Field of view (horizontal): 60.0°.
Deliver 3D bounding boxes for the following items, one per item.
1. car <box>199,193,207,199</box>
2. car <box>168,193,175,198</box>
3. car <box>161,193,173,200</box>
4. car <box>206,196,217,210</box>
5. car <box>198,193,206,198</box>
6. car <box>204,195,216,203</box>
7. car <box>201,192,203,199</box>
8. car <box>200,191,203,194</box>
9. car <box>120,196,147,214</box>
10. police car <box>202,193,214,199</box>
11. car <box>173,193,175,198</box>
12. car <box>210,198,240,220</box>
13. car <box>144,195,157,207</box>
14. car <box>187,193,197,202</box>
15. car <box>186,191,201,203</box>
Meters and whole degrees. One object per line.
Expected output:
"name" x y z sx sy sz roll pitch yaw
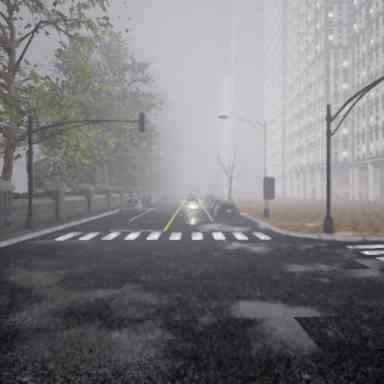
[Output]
"car" 2.665 1.031 82.421 1.802 1.307 4.206 0 0 0
"car" -5.719 0.930 93.682 1.887 1.381 4.507 0 0 0
"car" -5.712 1.062 71.153 1.887 1.381 4.507 0 0 0
"car" 2.681 1.337 31.731 1.947 1.339 4.313 0 0 0
"car" 2.663 0.999 88.053 1.802 1.307 4.206 0 0 0
"car" 2.679 1.299 37.363 1.947 1.339 4.313 0 0 0
"car" 3.130 1.102 61.409 1.812 1.442 4.674 0 0 0
"car" 2.667 1.033 76.788 2.008 1.369 4.403 0 0 0
"car" -5.699 1.354 31.728 1.802 1.307 4.206 0 0 0
"police car" 3.117 1.045 54.518 1.930 1.638 5.238 0 0 0
"car" -5.715 0.994 82.418 1.887 1.381 4.507 0 0 0
"car" 2.683 1.377 26.098 1.947 1.339 4.313 0 0 0
"car" -5.702 1.135 42.992 1.967 1.590 4.097 0 0 0
"car" -0.022 1.061 64.634 1.837 1.490 4.892 0 0 0
"car" 0.027 1.105 55.617 2.128 1.511 4.902 0 0 0
